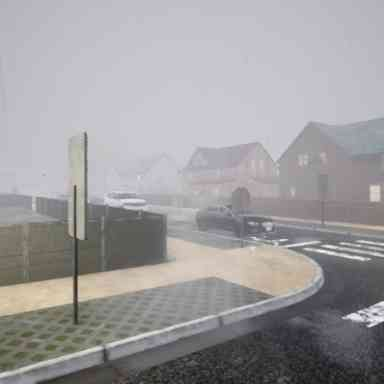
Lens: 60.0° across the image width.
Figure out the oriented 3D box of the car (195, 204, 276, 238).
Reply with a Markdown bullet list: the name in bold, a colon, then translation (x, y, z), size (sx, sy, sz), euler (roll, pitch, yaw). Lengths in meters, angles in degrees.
- **car**: translation (2.092, 1.373, 17.030), size (2.128, 1.511, 4.902), euler (0, 1, -34)

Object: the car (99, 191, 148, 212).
- **car**: translation (-5.799, 0.961, 28.608), size (2.150, 2.045, 5.566), euler (0, 1, -34)

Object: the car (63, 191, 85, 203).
- **car**: translation (-18.734, 0.800, 52.646), size (2.097, 1.767, 4.553), euler (0, 1, -34)

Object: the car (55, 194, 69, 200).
- **car**: translation (-17.846, 1.022, 46.449), size (1.837, 1.490, 4.892), euler (0, 0, -34)

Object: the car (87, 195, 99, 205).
- **car**: translation (-13.116, 1.118, 44.496), size (1.994, 1.385, 4.181), euler (0, 1, -34)
